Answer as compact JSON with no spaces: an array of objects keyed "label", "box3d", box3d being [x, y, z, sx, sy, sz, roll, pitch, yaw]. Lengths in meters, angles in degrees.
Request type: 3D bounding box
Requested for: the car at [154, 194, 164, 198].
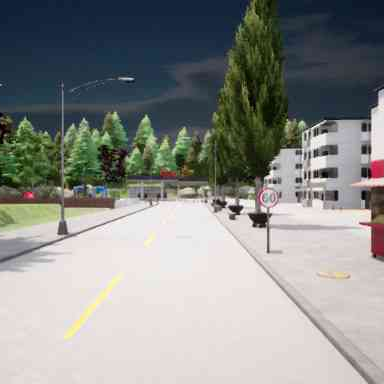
[{"label":"car","box3d":[-8.973,1.397,95.210,3.633,1.501,1.845,0,0,0]}]
